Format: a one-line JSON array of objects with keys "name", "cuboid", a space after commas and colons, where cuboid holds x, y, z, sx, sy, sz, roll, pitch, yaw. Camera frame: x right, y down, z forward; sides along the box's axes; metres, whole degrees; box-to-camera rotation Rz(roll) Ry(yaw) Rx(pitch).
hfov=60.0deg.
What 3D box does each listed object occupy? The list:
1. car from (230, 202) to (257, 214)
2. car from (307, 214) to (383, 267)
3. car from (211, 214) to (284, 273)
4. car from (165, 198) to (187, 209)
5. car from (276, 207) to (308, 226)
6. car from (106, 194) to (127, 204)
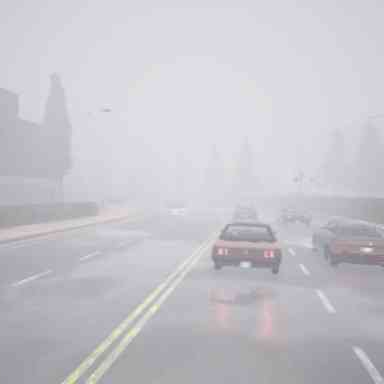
[{"name": "car", "cuboid": [4.228, 1.600, 27.267, 2.128, 1.511, 4.902, 1, 0, 5]}, {"name": "car", "cuboid": [5.549, 1.684, 11.784, 1.994, 1.385, 4.181, 1, 0, 11]}, {"name": "car", "cuboid": [1.838, 1.647, 10.995, 1.895, 1.301, 4.718, 1, 0, 11]}, {"name": "car", "cuboid": [-2.227, 1.559, 45.513, 1.994, 1.385, 4.181, 1, 0, -22]}, {"name": "car", "cuboid": [7.558, 1.772, 25.180, 1.895, 1.301, 4.718, 1, 0, 6]}, {"name": "car", "cuboid": [-12.830, 1.146, 56.586, 2.097, 1.767, 4.553, 1, 0, -41]}]
